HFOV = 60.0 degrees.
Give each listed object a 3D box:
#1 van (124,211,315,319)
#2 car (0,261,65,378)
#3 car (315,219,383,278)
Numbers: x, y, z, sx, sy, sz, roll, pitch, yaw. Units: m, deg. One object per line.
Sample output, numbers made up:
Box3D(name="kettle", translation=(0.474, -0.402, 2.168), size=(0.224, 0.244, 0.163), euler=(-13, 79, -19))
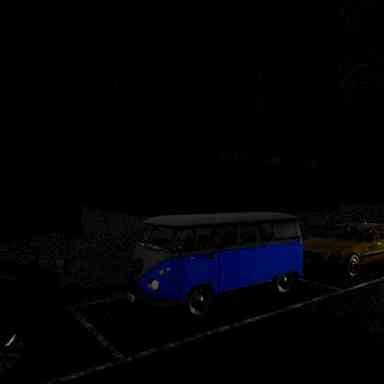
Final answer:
Box3D(name="van", translation=(0.628, 1.341, 7.100), size=(3.998, 1.788, 1.690), euler=(0, 0, -35))
Box3D(name="car", translation=(-3.799, 1.566, 3.942), size=(4.313, 1.339, 1.947), euler=(0, 0, -35))
Box3D(name="car", translation=(4.917, 1.526, 10.158), size=(4.829, 1.417, 1.752), euler=(0, 0, -35))
